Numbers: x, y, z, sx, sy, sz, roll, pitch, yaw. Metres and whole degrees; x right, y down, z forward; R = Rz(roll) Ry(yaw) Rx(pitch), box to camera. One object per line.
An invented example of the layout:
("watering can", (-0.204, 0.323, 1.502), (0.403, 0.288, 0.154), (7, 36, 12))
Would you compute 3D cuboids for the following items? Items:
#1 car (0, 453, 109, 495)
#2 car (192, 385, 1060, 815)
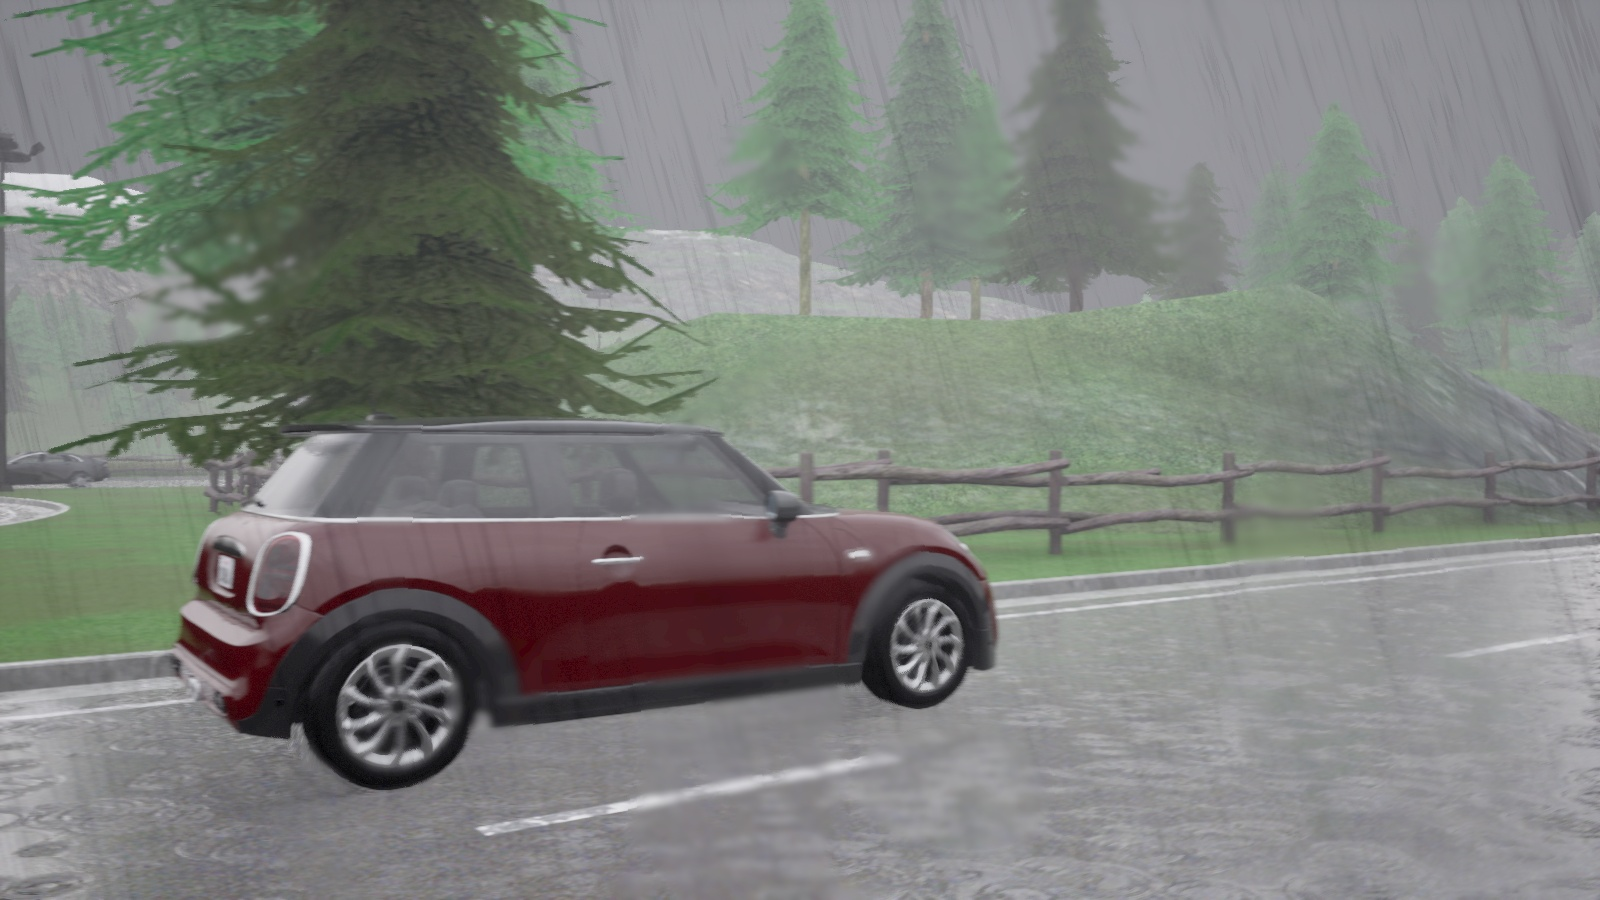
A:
("car", (-28.835, 0.871, 47.087), (4.902, 1.511, 2.128), (0, 0, -35))
("car", (-0.862, 0.616, 7.324), (4.553, 1.767, 2.097), (0, 0, -35))
